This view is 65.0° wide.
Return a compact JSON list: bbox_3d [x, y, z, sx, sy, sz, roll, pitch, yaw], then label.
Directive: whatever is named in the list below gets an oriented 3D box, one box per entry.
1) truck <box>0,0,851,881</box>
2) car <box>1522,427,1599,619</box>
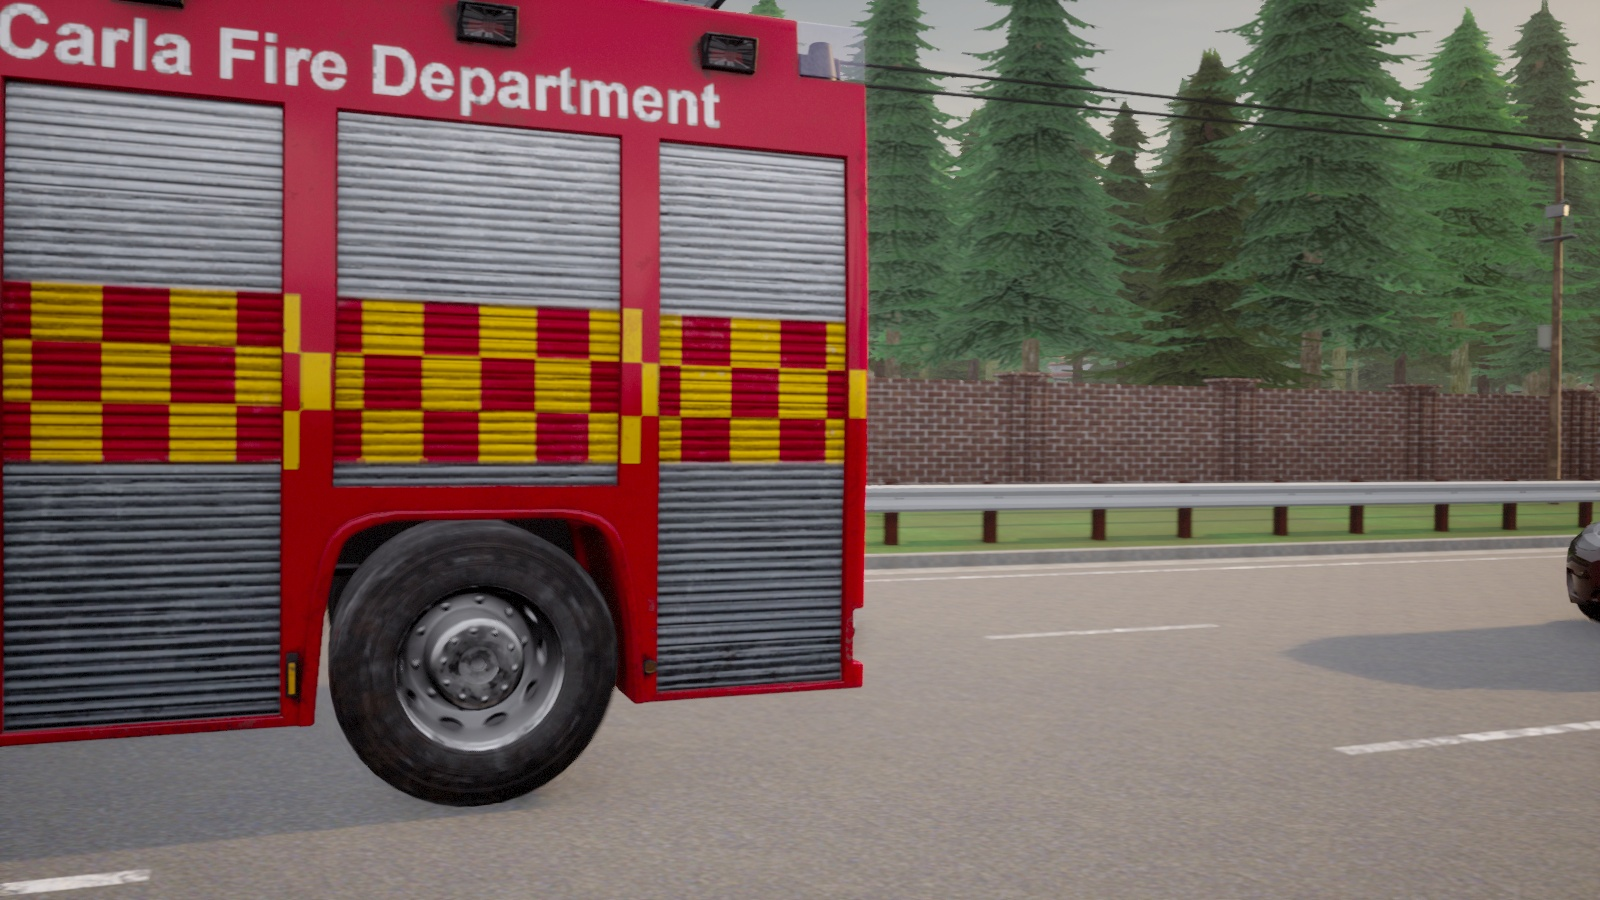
[{"bbox_3d":[-4.266,-0.408,5.349,8.468,3.827,2.891,-1,1,-21],"label":"truck"},{"bbox_3d":[8.613,0.538,10.253,4.792,1.488,2.163,-1,1,-21],"label":"car"}]
